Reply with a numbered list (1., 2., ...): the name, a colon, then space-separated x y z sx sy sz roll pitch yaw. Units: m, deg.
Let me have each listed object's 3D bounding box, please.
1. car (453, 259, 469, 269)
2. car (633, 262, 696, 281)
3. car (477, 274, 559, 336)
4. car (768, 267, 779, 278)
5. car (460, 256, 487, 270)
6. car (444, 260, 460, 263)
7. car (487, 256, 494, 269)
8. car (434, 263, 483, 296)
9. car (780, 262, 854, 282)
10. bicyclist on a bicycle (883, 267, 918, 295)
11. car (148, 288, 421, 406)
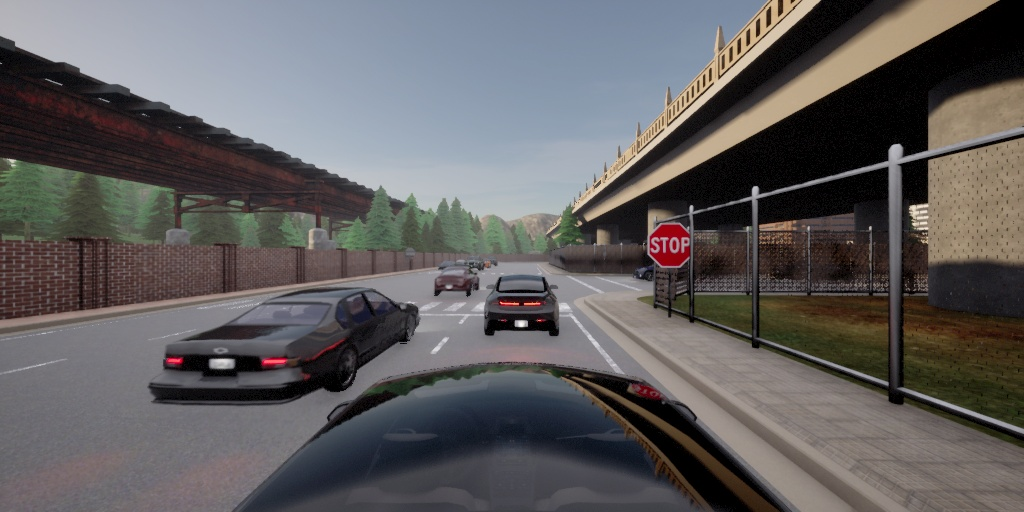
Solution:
1. car: -8.196 1.276 57.919 1.812 1.442 4.674 0 0 3
2. car: 12.166 1.102 28.868 4.553 1.767 2.097 0 0 2
3. car: 0.291 1.255 10.381 1.837 1.490 4.892 0 0 2
4. car: 25.615 1.253 31.903 4.892 1.490 1.837 -1 0 2
5. car: -5.107 0.971 48.782 2.150 2.045 5.566 0 0 3
6. car: -8.609 1.297 48.759 2.033 1.411 5.357 0 0 3
7. car: -4.673 1.102 58.421 2.097 1.767 4.553 0 0 3
8. car: -2.877 1.276 19.222 1.812 1.442 4.674 0 0 2
9. car: 24.351 1.314 28.444 4.181 1.385 1.994 0 0 2
10. bicyclist on a bicycle: 19.085 1.051 17.639 0.582 1.620 1.656 0 0 2
11. car: -3.291 1.297 6.663 2.033 1.411 5.357 0 0 2
